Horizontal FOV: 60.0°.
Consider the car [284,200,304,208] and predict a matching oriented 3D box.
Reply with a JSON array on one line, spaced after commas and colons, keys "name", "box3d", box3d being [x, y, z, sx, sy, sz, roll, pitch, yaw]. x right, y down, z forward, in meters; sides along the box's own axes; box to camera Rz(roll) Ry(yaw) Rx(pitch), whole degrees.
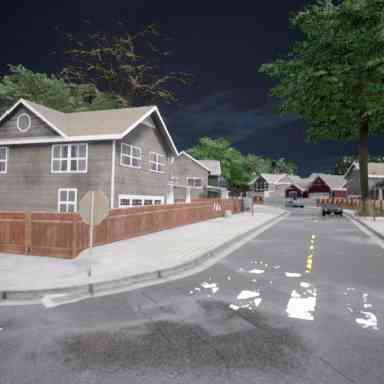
[{"name": "car", "box3d": [17.068, 1.996, 55.704, 1.994, 1.385, 4.181, 2, 0, -6]}]

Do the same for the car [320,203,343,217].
[{"name": "car", "box3d": [14.573, 1.844, 34.928, 1.895, 1.301, 4.718, 1, 0, 19]}]
